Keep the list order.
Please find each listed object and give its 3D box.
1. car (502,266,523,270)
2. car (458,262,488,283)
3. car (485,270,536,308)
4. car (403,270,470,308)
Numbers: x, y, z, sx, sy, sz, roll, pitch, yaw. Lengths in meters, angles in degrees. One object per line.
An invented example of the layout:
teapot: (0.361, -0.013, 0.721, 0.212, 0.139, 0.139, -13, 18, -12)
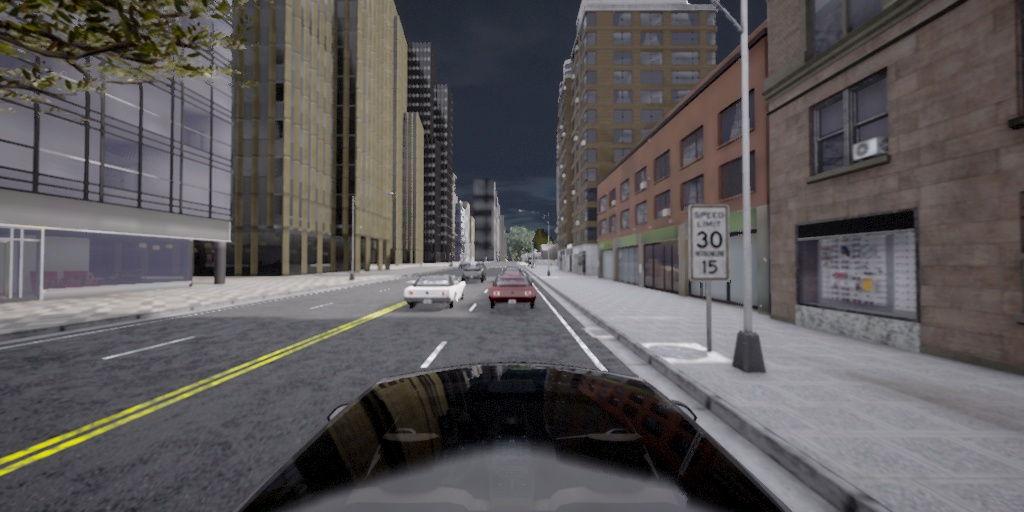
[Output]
car: (0.038, 1.575, 31.160, 1.994, 1.385, 4.181, 0, 0, 0)
car: (-3.215, 1.503, 31.171, 2.128, 1.511, 4.902, 0, 0, 0)
car: (0.017, 1.480, 15.964, 1.895, 1.301, 4.718, 0, 0, 0)
car: (-3.233, 1.480, 15.967, 1.895, 1.301, 4.718, 0, 0, 0)
